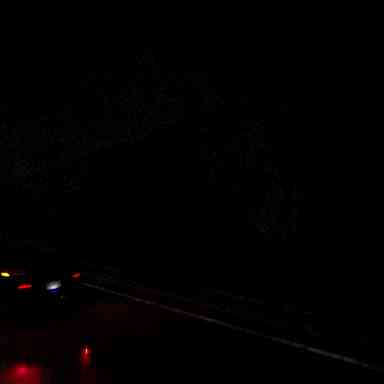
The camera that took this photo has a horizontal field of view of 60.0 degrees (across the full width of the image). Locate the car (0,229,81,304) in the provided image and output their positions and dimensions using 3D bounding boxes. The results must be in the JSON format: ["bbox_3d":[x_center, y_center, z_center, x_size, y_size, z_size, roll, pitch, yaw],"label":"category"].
[{"bbox_3d":[-4.418,1.609,7.730,4.674,1.442,1.812,-1,0,39],"label":"car"}]
